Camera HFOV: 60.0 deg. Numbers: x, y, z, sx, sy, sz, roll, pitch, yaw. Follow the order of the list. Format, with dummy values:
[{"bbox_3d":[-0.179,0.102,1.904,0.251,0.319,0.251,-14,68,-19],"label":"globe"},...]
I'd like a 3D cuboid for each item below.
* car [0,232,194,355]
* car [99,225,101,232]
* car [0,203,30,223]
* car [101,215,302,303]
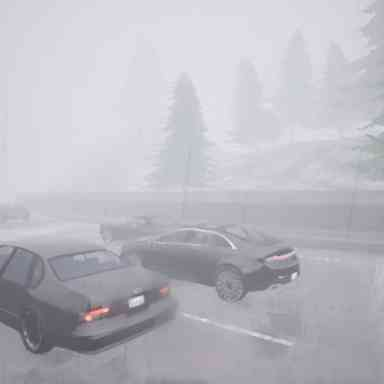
[{"bbox_3d":[-2.746,1.583,6.180,5.357,1.411,2.033,0,0,38],"label":"car"},{"bbox_3d":[-2.051,1.678,14.665,4.718,1.301,1.895,0,0,40],"label":"car"},{"bbox_3d":[-14.724,1.647,26.988,2.128,1.511,4.902,0,0,-43],"label":"car"},{"bbox_3d":[0.200,1.534,8.376,4.902,1.511,2.128,0,0,37],"label":"car"}]
